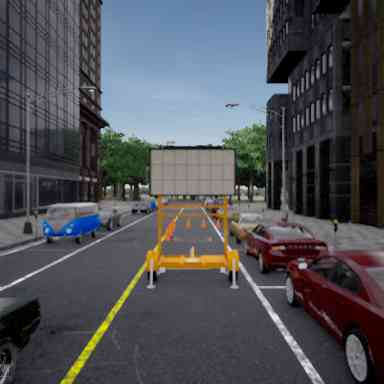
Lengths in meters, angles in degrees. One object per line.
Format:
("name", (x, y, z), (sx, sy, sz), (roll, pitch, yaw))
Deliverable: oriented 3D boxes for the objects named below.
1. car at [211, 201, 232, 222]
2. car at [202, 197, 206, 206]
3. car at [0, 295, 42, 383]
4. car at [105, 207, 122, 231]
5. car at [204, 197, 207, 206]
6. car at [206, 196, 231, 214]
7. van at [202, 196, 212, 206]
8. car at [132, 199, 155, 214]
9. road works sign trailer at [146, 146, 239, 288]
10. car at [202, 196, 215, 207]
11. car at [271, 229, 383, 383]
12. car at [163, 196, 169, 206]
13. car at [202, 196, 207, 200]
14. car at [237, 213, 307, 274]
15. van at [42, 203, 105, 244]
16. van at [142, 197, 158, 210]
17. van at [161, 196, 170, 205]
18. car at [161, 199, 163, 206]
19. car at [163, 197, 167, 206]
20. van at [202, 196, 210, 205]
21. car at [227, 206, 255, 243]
("car", (2.823, 1.682, 27.126), (1.752, 1.417, 4.829), (0, 0, 0))
("car", (2.872, 1.832, 48.706), (1.887, 1.381, 4.507), (0, 0, 0))
("car", (-2.995, 1.615, 2.334), (1.895, 1.301, 4.718), (0, 0, 0))
("car", (-5.715, 1.675, 21.538), (2.008, 1.369, 4.403), (0, 0, 0))
("car", (2.860, 1.780, 43.438), (1.752, 1.417, 4.829), (0, 0, 0))
("car", (2.834, 1.503, 32.394), (2.192, 1.841, 5.009), (0, 0, 0))
("van", (2.908, 1.730, 65.019), (1.690, 1.788, 3.998), (0, 0, 0))
("car", (-5.678, 1.787, 37.850), (1.947, 1.339, 4.313), (0, 0, 0))
("road works sign trailer", (0.021, 0.518, 9.361), (2.380, 3.560, 2.880), (0, 0, 0))
("car", (2.896, 1.670, 59.582), (2.192, 1.841, 5.009), (0, 0, 0))
("car", (2.773, 1.575, 5.206), (1.887, 1.381, 4.507), (0, 0, 0))
("car", (-5.629, 1.879, 59.430), (1.752, 1.417, 4.829), (0, 0, 0))
("car", (2.884, 1.761, 54.143), (1.967, 1.590, 4.097), (0, 0, 0))
("car", (2.785, 1.606, 10.643), (1.887, 1.381, 4.507), (0, 0, 0))
("van", (-5.728, 1.434, 16.102), (1.690, 1.788, 3.998), (0, 0, 0))
("van", (-5.666, 1.595, 43.289), (1.690, 1.788, 3.998), (0, 0, 0))
("van", (-5.604, 1.765, 70.476), (1.690, 1.788, 3.998), (0, 0, 0))
("car", (-5.654, 1.811, 48.555), (1.752, 1.417, 4.829), (0, 0, 0))
("car", (-5.641, 1.887, 54.162), (1.947, 1.339, 4.313), (0, 0, 0))
("van", (2.921, 1.765, 70.457), (1.690, 1.788, 3.998), (0, 0, 0))
("car", (2.798, 1.619, 16.251), (1.752, 1.417, 4.829), (0, 0, 0))
